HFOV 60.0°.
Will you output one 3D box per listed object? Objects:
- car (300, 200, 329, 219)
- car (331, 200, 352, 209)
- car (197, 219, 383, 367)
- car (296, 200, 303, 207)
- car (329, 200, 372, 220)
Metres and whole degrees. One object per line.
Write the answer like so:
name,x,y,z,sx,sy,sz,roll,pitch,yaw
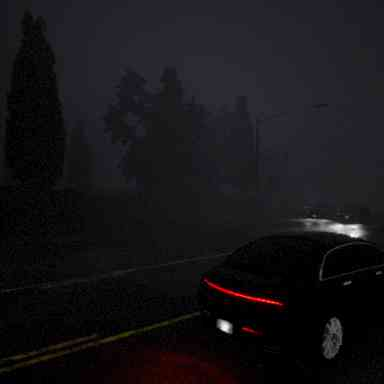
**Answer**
car,12.340,1.747,31.344,2.033,1.411,5.357,0,-1,37
car,27.191,2.211,60.660,1.812,1.442,4.674,0,-1,3
car,2.303,1.464,5.789,4.892,1.490,1.837,0,0,-39
car,23.289,2.364,69.437,1.812,1.442,4.674,-1,-1,-9
car,13.031,1.640,26.681,2.128,1.511,4.902,0,-1,38
